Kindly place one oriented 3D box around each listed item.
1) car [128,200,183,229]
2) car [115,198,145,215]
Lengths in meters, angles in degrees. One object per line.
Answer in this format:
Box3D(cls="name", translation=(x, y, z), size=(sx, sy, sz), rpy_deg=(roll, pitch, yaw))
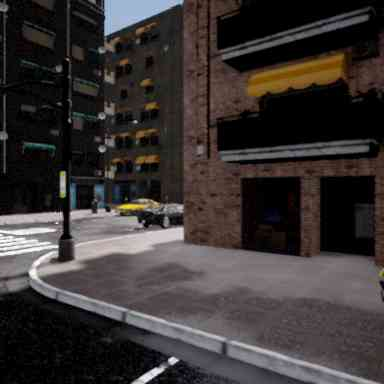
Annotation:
Box3D(cls="car", translation=(-1.328, 1.325, 19.700), size=(2.008, 1.369, 4.403), rpy_deg=(1, 1, 36))
Box3D(cls="car", translation=(-4.479, 1.240, 28.760), size=(1.752, 1.417, 4.829), rpy_deg=(1, 1, 36))
